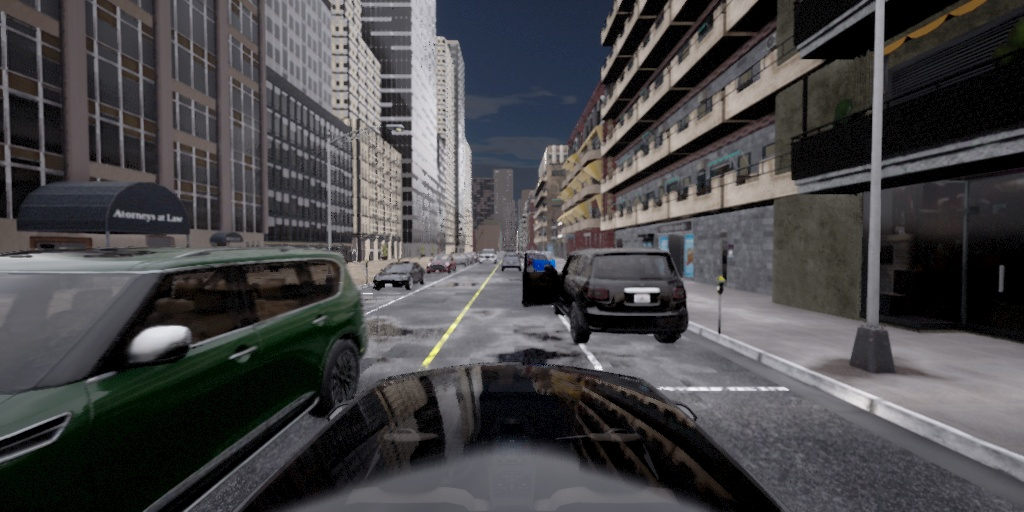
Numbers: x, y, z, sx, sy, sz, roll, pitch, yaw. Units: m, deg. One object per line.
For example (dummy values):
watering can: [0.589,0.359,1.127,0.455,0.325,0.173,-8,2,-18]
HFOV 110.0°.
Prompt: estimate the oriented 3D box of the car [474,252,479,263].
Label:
car: [-5.859,0.372,46.468,2.007,1.370,4.403,0,0,0]

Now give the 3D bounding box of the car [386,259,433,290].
car: [-5.756,0.952,18.860,1.948,1.339,4.313,0,0,0]

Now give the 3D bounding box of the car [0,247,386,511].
car: [-3.105,0.946,2.867,2.150,2.045,5.566,0,1,0]

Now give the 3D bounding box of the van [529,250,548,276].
van: [2.584,0.500,29.935,1.690,1.789,3.998,0,0,0]

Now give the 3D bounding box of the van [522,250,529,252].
van: [2.522,0.164,46.499,1.690,1.789,3.998,0,0,0]

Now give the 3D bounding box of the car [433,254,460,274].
car: [-5.797,0.598,29.904,1.967,1.591,4.097,0,0,0]

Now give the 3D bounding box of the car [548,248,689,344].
car: [2.366,0.812,9.232,2.150,2.045,5.566,0,1,0]

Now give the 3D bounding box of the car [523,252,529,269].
car: [2.542,0.480,40.977,1.888,1.381,4.507,0,0,0]

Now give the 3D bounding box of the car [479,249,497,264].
car: [-3.175,0.066,48.313,2.150,2.045,5.566,0,1,0]

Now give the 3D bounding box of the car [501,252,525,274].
car: [-0.060,0.625,33.928,2.033,1.411,5.357,0,1,0]

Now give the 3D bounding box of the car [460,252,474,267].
car: [-5.839,0.484,40.946,2.007,1.370,4.403,0,0,0]
